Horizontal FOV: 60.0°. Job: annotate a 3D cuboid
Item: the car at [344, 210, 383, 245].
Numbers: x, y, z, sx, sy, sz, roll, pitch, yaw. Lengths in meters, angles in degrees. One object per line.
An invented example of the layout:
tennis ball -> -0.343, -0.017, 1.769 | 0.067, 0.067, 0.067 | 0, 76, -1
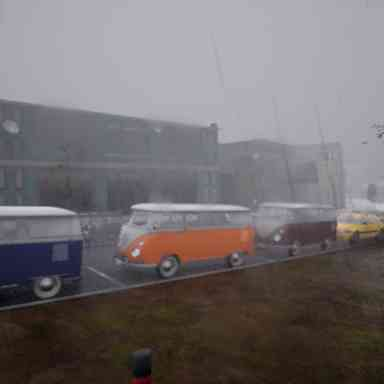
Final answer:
car -> 8.384, 1.752, 17.306 | 5.366, 1.575, 1.946 | 2, 0, -40

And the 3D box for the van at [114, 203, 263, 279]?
van -> -0.162, 1.353, 10.214 | 4.442, 1.987, 1.878 | 2, 0, -37

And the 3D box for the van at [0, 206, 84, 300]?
van -> -4.654, 1.278, 6.885 | 4.442, 1.987, 1.878 | 2, 0, -37

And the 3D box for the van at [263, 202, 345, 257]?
van -> 4.215, 1.437, 13.698 | 4.442, 1.987, 1.878 | 2, 0, -42
